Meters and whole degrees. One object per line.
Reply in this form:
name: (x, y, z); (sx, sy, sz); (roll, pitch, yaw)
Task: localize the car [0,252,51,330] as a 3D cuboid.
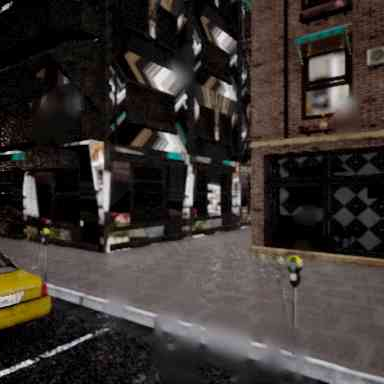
car: (-4.539, 1.525, 6.092); (4.829, 1.417, 1.752); (0, 0, 35)
